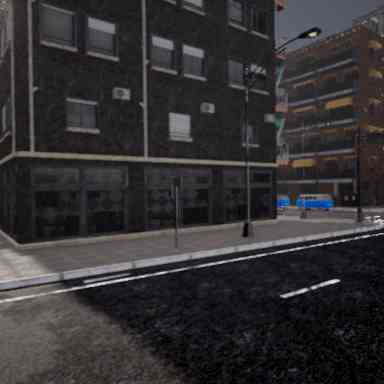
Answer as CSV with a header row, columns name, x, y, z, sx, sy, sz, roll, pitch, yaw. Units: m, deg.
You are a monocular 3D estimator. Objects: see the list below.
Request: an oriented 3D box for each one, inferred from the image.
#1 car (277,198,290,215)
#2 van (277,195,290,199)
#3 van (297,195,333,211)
name,x,y,z,sx,sy,sz,roll,pitch,yaw
car,6.941,1.549,32.336,1.802,1.307,4.206,-2,0,-36
van,10.360,1.241,41.768,1.690,1.788,3.998,-2,1,-36
van,13.675,1.166,37.252,1.690,1.788,3.998,-2,1,-36
